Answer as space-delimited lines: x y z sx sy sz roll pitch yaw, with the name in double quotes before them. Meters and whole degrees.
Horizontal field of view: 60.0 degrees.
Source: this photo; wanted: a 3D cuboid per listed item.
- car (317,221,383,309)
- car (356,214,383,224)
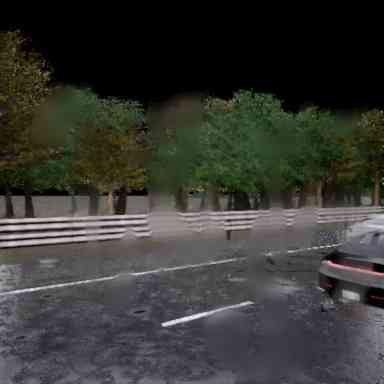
"car" 4.676 1.552 7.017 4.902 1.511 2.128 0 0 -35
"car" 8.195 1.637 13.705 4.674 1.442 1.812 0 0 -34
